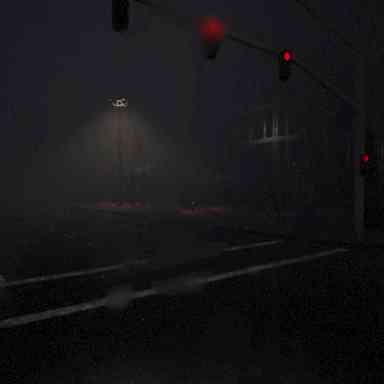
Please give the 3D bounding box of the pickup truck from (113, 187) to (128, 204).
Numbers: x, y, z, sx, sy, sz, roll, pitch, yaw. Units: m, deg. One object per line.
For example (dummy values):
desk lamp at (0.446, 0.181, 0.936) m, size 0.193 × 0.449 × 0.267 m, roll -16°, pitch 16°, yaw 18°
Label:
pickup truck at (-8.922, 0.373, 43.720) m, size 2.390 × 2.098 × 6.274 m, roll 0°, pitch 1°, yaw -7°
